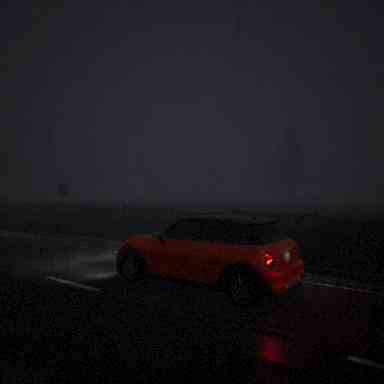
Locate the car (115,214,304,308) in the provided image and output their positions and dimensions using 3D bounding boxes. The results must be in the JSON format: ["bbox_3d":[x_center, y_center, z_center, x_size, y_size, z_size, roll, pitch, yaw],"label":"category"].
[{"bbox_3d":[0.238,1.339,8.120,4.553,1.767,2.097,0,0,36],"label":"car"}]
